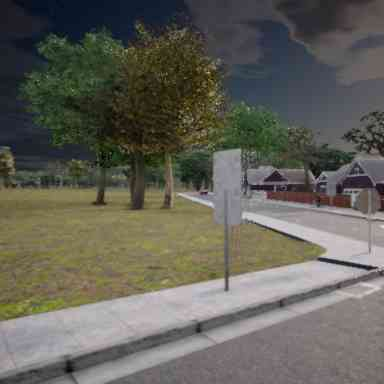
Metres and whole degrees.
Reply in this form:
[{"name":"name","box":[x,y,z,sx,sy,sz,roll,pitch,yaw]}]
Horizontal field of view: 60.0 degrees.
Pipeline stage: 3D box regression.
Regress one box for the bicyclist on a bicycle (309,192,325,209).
[{"name":"bicyclist on a bicycle","box":[12.617,0.872,33.621,1.656,1.620,0.582,-1,1,-6]}]

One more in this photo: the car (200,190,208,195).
[{"name":"car","box":[3.343,0.118,92.823,1.882,1.535,5.008,-1,1,-6]}]
